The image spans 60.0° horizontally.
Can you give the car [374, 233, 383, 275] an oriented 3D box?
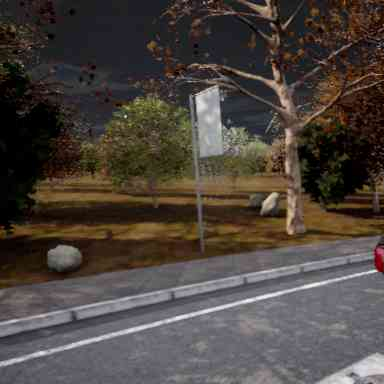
[{"bbox_3d":[6.904,1.114,8.021,5.566,2.045,2.150,-1,1,-29],"label":"car"}]
